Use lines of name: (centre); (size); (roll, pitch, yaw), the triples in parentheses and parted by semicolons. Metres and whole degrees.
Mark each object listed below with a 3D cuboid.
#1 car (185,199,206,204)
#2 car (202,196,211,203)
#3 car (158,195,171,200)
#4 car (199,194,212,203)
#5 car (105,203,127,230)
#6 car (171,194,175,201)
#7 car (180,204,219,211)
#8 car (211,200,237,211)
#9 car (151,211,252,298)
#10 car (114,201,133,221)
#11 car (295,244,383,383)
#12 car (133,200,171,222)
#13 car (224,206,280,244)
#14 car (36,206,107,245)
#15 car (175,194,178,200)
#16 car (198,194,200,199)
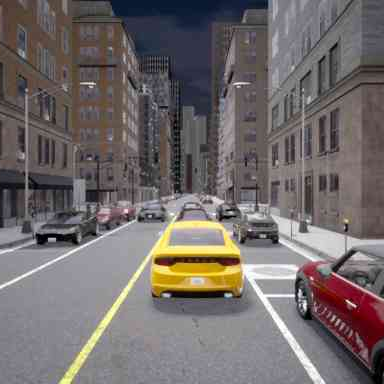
car: (0.019, 1.529, 26.356); (1.812, 1.442, 4.674); (0, 0, 2)
car: (2.949, 1.579, 69.296); (1.752, 1.417, 4.829); (0, 0, 0)
car: (-5.590, 1.625, 63.736); (1.802, 1.307, 4.206); (0, 0, 0)
car: (2.934, 1.484, 63.717); (1.967, 1.590, 4.097); (0, 0, 0)
car: (-5.655, 1.584, 21.132); (1.802, 1.307, 4.206); (0, 0, 0)
car: (-5.562, 1.616, 74.553); (2.008, 1.369, 4.403); (0, 0, 0)
car: (0.119, 1.565, 17.545); (1.994, 1.385, 4.181); (0, 0, 0)
car: (2.875, 1.569, 26.627); (1.947, 1.339, 4.313); (0, 0, 0)
car: (0.100, 1.478, 8.552); (1.882, 1.535, 5.008); (0, 0, 0)
car: (-5.651, 1.443, 26.633); (1.967, 1.590, 4.097); (0, 0, 0)
car: (2.859, 1.440, 4.621); (1.967, 1.590, 4.097); (0, 0, 0)
car: (-3.002, 1.568, 25.850); (1.994, 1.385, 4.181); (0, 0, 0)
car: (2.867, 1.552, 15.624); (2.008, 1.369, 4.403); (0, 0, 0)
car: (-5.658, 1.567, 15.630); (1.947, 1.339, 4.313); (0, 0, 0)
car: (-5.523, 1.637, 90.608); (1.752, 1.417, 4.829); (0, 0, 0)
car: (2.962, 1.616, 74.535); (2.008, 1.369, 4.403); (0, 0, 0)
